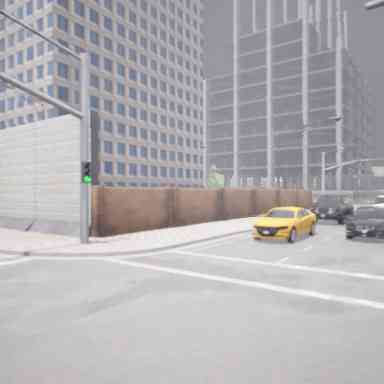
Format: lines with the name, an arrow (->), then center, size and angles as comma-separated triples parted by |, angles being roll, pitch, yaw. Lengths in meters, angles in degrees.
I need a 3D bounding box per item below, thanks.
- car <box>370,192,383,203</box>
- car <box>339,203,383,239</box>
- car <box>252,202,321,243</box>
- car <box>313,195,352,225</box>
car -> 14.798, 1.233, 24.816 | 2.150, 2.045, 5.566 | 0, 0, 36
car -> 9.084, 1.523, 16.798 | 1.837, 1.490, 4.892 | 0, 0, 35
car -> 4.695, 1.505, 16.664 | 1.882, 1.535, 5.008 | 0, 0, 35
car -> 10.454, 1.242, 24.762 | 2.150, 2.045, 5.566 | 0, 0, 35
